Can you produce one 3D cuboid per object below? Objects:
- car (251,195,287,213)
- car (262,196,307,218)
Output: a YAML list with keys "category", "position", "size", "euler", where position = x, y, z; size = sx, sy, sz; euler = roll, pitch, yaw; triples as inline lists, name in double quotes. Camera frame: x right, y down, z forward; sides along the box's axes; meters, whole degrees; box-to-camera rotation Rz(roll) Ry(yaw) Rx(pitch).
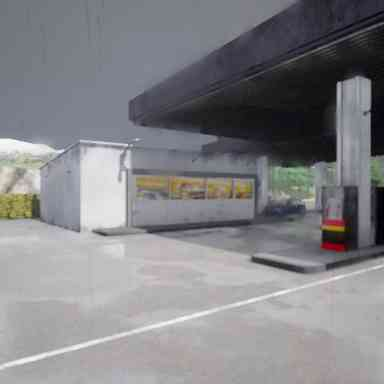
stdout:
- category: "car"
  position: [8.887, 1.353, 38.362]
  size: [3.866, 1.878, 1.905]
  euler: [0, 0, -36]
- category: "car"
  position: [8.687, 1.514, 31.232]
  size: [4.611, 1.667, 2.242]
  euler: [0, 0, -36]
